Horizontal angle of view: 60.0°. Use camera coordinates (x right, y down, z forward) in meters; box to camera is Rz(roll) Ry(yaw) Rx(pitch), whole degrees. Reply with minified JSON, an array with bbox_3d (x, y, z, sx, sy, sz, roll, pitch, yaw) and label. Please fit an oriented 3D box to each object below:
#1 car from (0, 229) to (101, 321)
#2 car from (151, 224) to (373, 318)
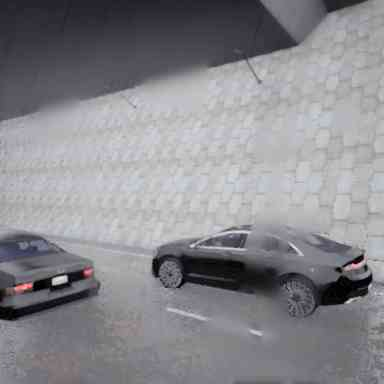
[{"bbox_3d":[-4.257,1.514,7.028,5.357,1.411,2.033,0,0,35],"label":"car"},{"bbox_3d":[1.235,1.477,7.410,4.902,1.511,2.128,0,0,35],"label":"car"}]
